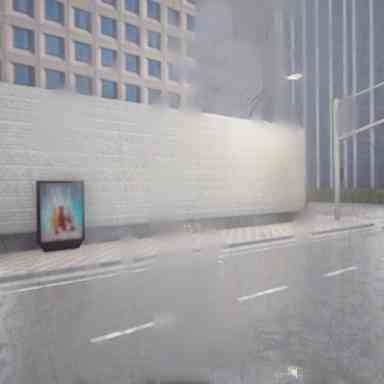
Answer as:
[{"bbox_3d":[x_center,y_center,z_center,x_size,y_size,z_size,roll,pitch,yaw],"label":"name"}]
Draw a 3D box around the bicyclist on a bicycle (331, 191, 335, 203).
[{"bbox_3d":[18.935,0.693,44.161,1.656,1.620,0.582,-1,1,-36],"label":"bicyclist on a bicycle"}]
